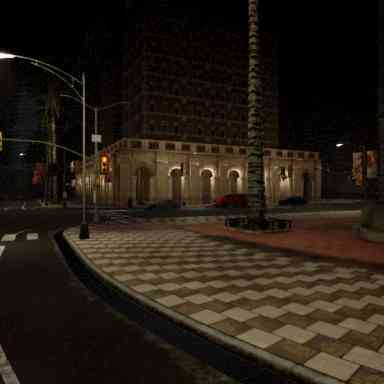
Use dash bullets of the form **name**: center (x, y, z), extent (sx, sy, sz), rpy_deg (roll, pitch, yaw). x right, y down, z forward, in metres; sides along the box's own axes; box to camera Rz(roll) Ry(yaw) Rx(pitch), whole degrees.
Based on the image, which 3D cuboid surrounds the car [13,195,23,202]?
- **car**: center (-41.744, 1.595, 79.698), extent (1.895, 1.301, 4.718), rpy_deg (0, 0, -27)

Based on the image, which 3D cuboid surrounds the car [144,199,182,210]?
- **car**: center (-3.735, 1.601, 42.855), extent (4.718, 1.301, 1.895), rpy_deg (0, 0, -26)

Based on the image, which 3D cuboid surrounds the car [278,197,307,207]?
- **car**: center (15.880, 1.478, 52.458), extent (5.008, 1.535, 1.882), rpy_deg (0, 0, -26)

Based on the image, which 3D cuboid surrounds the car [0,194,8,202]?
- **car**: center (-44.934, 1.355, 78.257), extent (2.097, 1.767, 4.553), rpy_deg (0, 0, -27)

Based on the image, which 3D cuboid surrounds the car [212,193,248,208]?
- **car**: center (5.635, 1.221, 47.439), extent (5.566, 2.045, 2.150), rpy_deg (0, 0, -26)
